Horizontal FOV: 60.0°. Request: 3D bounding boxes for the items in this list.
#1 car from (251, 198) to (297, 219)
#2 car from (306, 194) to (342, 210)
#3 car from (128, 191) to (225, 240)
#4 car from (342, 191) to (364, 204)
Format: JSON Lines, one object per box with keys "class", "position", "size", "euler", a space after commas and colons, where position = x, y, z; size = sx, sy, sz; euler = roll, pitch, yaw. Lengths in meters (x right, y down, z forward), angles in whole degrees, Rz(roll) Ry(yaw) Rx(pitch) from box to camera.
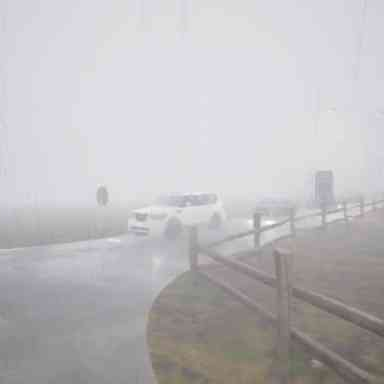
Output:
{"class": "car", "position": [6.013, 1.135, 24.190], "size": [1.994, 1.385, 4.181], "euler": [0, 1, 40]}
{"class": "car", "position": [12.482, 0.917, 31.867], "size": [1.994, 1.385, 4.181], "euler": [0, 1, 40]}
{"class": "car", "position": [-0.541, 1.016, 16.303], "size": [2.150, 2.045, 5.566], "euler": [0, 1, 38]}
{"class": "car", "position": [18.981, 0.611, 39.531], "size": [1.882, 1.535, 5.008], "euler": [0, 1, 40]}
